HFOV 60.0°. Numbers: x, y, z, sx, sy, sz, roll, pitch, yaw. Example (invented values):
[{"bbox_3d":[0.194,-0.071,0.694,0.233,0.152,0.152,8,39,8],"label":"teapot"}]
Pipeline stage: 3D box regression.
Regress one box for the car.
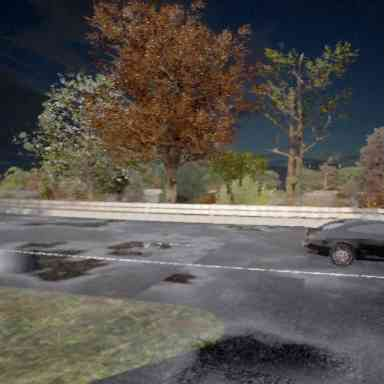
[{"bbox_3d":[5.949,1.563,10.592,4.674,1.442,1.812,1,0,11],"label":"car"}]
